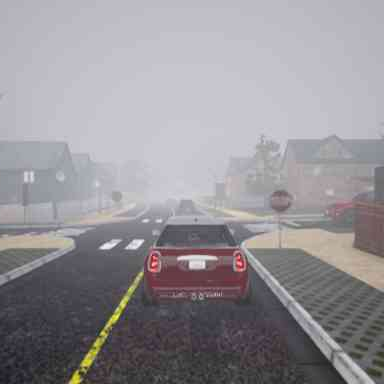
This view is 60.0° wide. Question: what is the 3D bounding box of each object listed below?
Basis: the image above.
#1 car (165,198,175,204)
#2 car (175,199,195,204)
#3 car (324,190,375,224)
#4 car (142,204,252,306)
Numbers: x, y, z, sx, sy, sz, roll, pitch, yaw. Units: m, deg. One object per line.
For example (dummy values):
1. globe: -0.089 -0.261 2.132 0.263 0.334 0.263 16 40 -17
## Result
1. car: -4.227 1.799 65.738 1.994 1.385 4.181 0 0 -11
2. car: -0.690 1.582 38.435 1.837 1.490 4.892 0 0 -4
3. car: 11.547 0.905 21.566 5.566 2.045 2.150 -1 0 1
4. car: 0.041 1.347 8.197 2.097 1.767 4.553 0 0 -1
